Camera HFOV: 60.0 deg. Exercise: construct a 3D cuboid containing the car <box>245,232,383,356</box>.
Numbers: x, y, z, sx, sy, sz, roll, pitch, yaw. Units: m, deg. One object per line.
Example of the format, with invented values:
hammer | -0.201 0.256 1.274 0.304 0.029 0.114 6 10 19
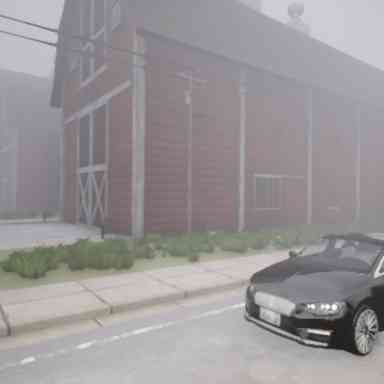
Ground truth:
car | 3.118 1.553 6.218 4.902 1.511 2.128 1 0 -36
